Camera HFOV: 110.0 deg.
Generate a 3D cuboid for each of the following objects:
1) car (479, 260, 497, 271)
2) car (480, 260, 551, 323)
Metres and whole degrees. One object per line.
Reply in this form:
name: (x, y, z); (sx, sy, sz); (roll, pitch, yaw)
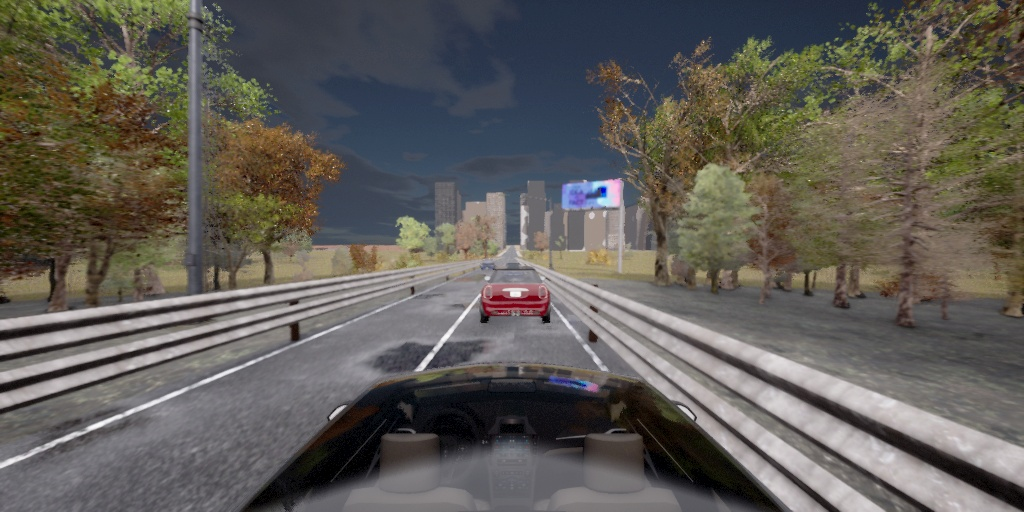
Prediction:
car: (-3.286, 1.274, 50.169); (2.033, 1.411, 5.357); (0, 0, 1)
car: (0.101, 1.097, 12.310); (2.097, 1.767, 4.553); (0, 0, 0)
